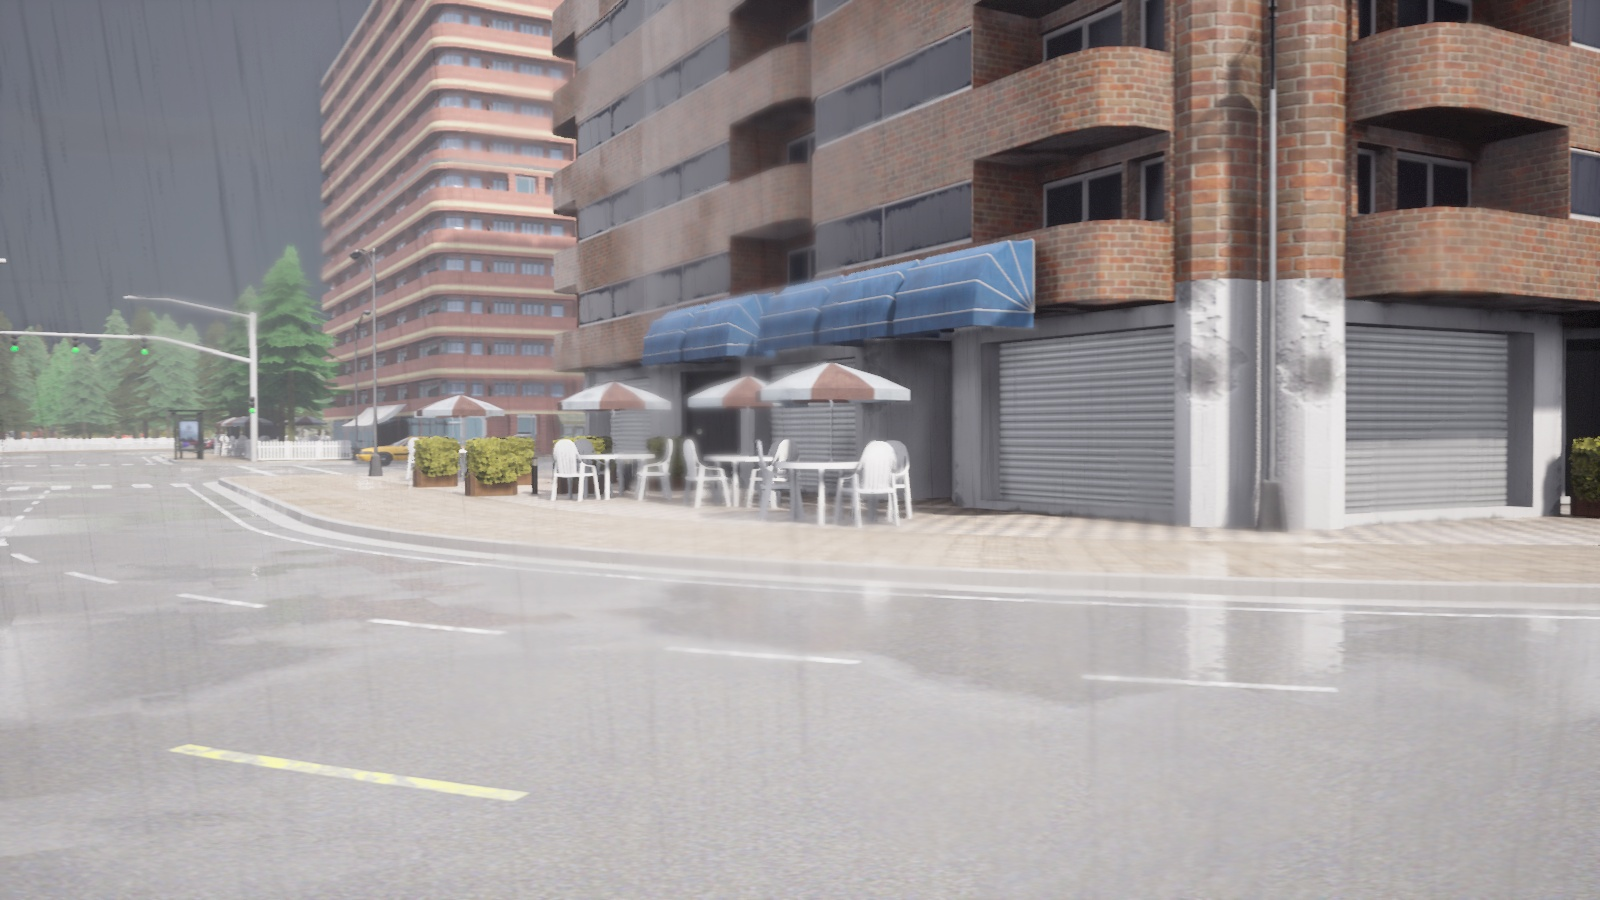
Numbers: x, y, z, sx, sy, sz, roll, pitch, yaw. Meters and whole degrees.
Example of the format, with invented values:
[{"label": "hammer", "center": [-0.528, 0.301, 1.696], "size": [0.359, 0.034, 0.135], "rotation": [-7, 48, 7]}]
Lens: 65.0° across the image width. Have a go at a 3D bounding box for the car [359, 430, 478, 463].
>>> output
[{"label": "car", "center": [-18.731, -0.171, 61.737], "size": [5.366, 1.575, 1.801], "rotation": [0, 1, -29]}]
